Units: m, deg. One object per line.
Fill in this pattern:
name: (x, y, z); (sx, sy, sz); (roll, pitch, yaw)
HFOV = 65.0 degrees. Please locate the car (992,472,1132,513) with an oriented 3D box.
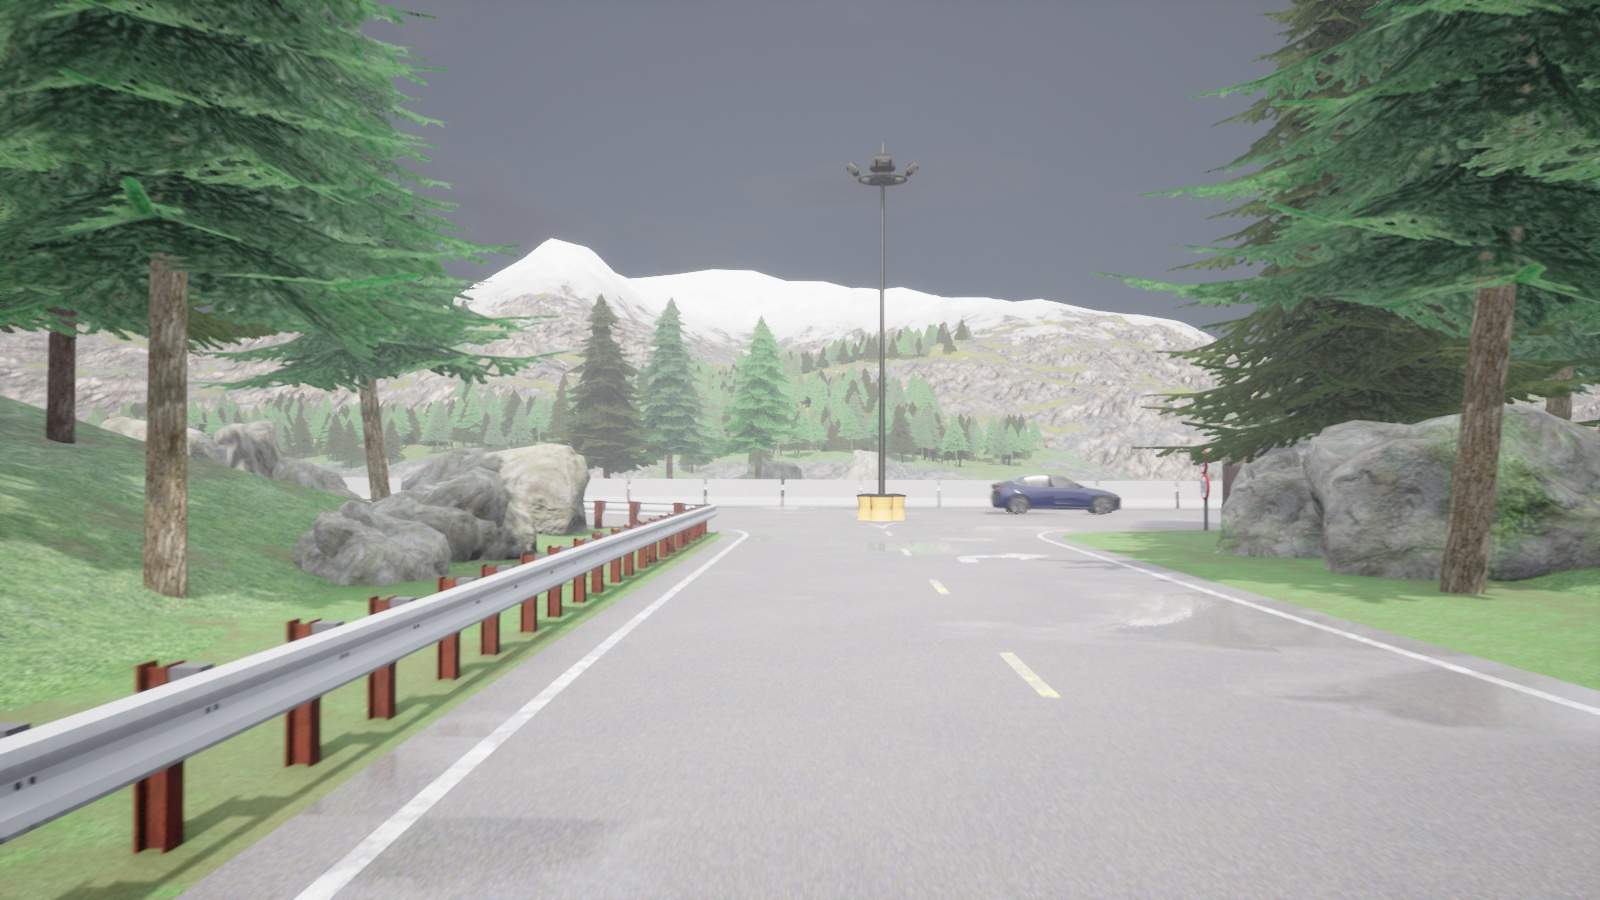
car: (9.641, 1.560, 46.582); (4.792, 1.488, 2.163); (0, -1, 3)
